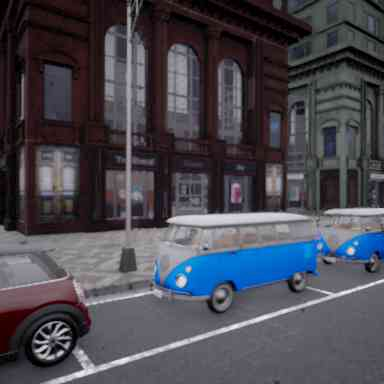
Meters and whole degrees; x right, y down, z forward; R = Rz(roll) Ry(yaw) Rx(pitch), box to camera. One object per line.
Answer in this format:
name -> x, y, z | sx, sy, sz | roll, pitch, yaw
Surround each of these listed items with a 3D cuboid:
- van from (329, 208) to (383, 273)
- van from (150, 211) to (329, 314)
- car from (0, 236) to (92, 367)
van -> 5.668, 1.416, 10.694 | 3.998, 1.788, 1.690 | 0, 0, -36
van -> 1.079, 1.377, 7.421 | 3.998, 1.788, 1.690 | 0, 0, -36
car -> -3.509, 1.437, 4.147 | 4.097, 1.590, 1.967 | 0, 0, -36
